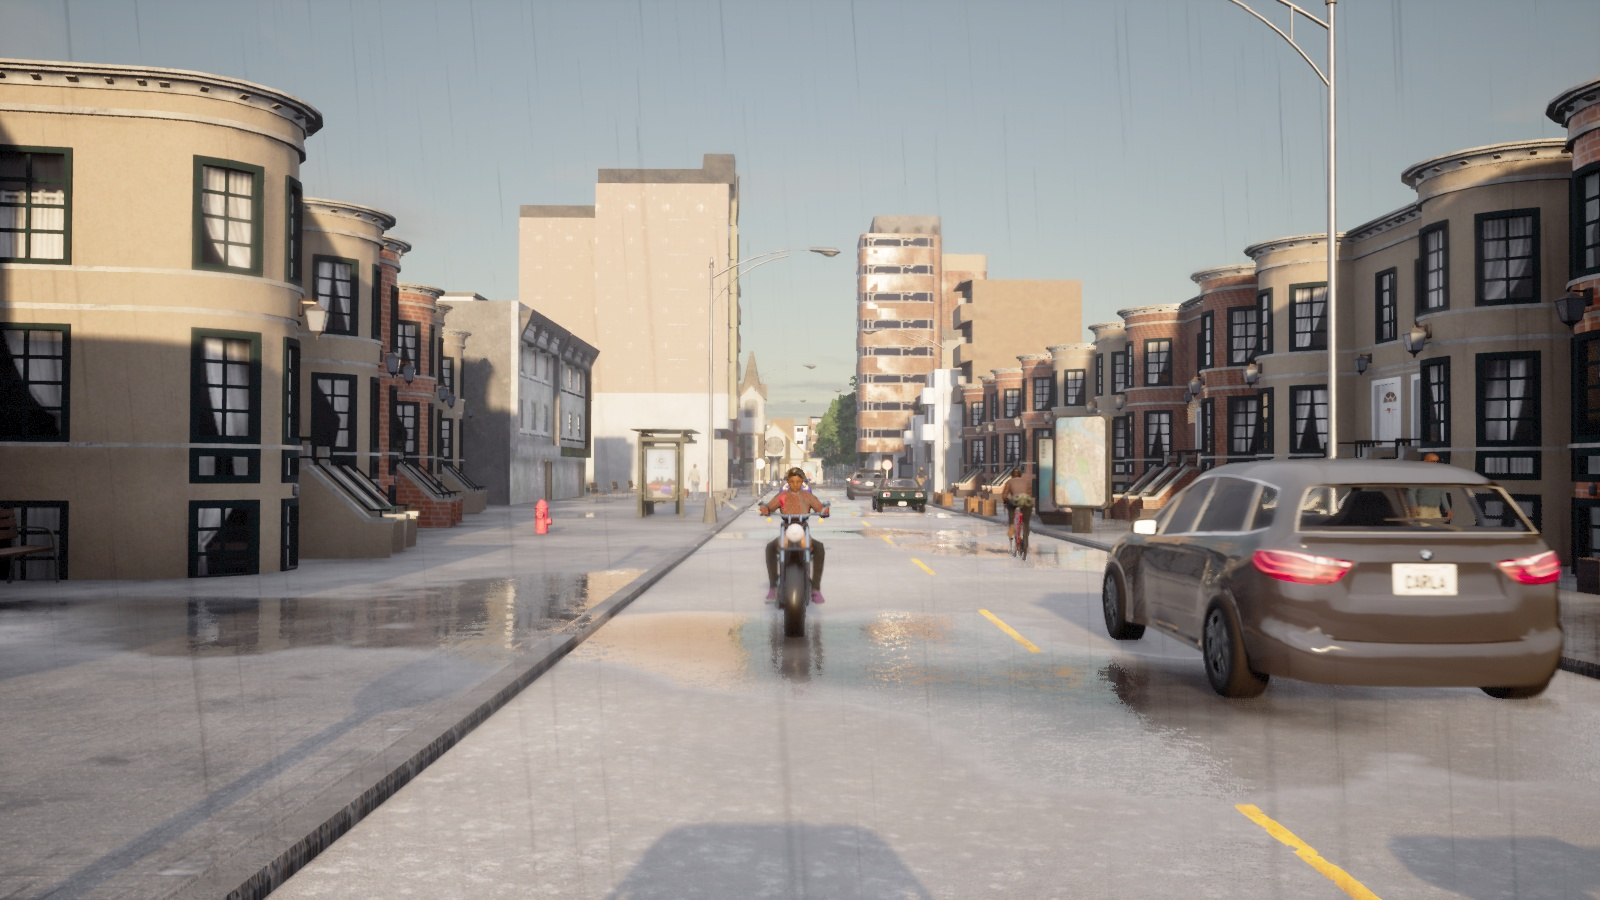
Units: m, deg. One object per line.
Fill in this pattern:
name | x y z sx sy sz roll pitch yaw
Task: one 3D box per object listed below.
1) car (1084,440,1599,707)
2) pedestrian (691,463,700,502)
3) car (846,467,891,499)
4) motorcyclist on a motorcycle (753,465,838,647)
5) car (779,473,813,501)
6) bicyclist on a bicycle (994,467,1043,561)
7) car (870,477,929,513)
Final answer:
car | 3.965 0.814 10.214 2.242 1.667 4.611 0 -1 0
pedestrian | -4.938 1.540 59.464 0.354 1.836 0.706 0 -1 3
car | 3.766 1.812 69.761 2.242 1.667 4.611 0 -1 0
motorcyclist on a motorcycle | -0.042 0.975 12.551 0.766 1.649 2.350 0 -1 0
car | -0.228 1.981 68.775 1.816 1.474 4.193 0 -1 0
bicyclist on a bicycle | 3.926 1.131 22.647 0.582 1.620 1.656 0 -1 0
car | 3.842 1.724 49.206 1.895 1.301 4.718 0 -1 0
